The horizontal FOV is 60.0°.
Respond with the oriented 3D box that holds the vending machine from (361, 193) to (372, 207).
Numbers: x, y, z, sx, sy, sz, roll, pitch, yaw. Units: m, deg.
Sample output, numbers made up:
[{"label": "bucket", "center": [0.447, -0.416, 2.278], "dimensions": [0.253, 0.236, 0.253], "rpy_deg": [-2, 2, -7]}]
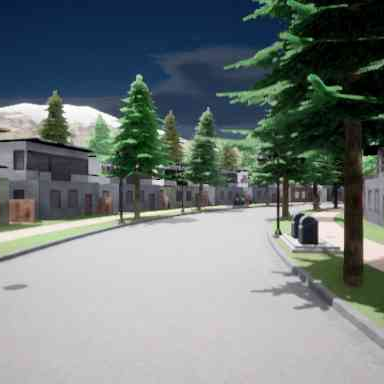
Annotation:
[{"label": "vending machine", "center": [25.846, 1.179, 49.312], "dimensions": [0.880, 2.100, 1.100], "rpy_deg": [0, 0, -37]}]
